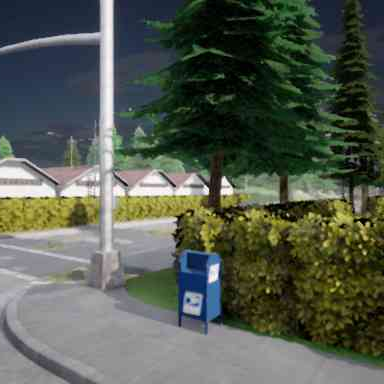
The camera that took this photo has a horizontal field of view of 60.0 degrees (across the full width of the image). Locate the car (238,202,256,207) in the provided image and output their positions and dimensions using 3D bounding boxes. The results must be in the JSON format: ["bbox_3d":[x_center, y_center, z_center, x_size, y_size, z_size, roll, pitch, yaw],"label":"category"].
[{"bbox_3d":[5.608,1.702,33.321,2.033,1.411,5.357,0,0,36],"label":"car"}]
